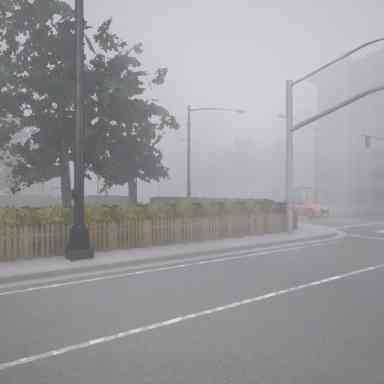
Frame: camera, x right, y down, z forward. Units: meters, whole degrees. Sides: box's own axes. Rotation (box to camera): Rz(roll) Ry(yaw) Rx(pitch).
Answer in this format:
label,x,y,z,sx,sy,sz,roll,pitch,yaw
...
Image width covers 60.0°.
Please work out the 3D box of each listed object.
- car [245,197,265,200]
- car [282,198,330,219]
label,x,y,z,sx,sy,sz,roll,pitch,yaw
car,7.099,1.352,39.997,2.097,1.767,4.553,0,0,-35
car,9.849,1.352,29.547,2.097,1.767,4.553,0,0,-35
